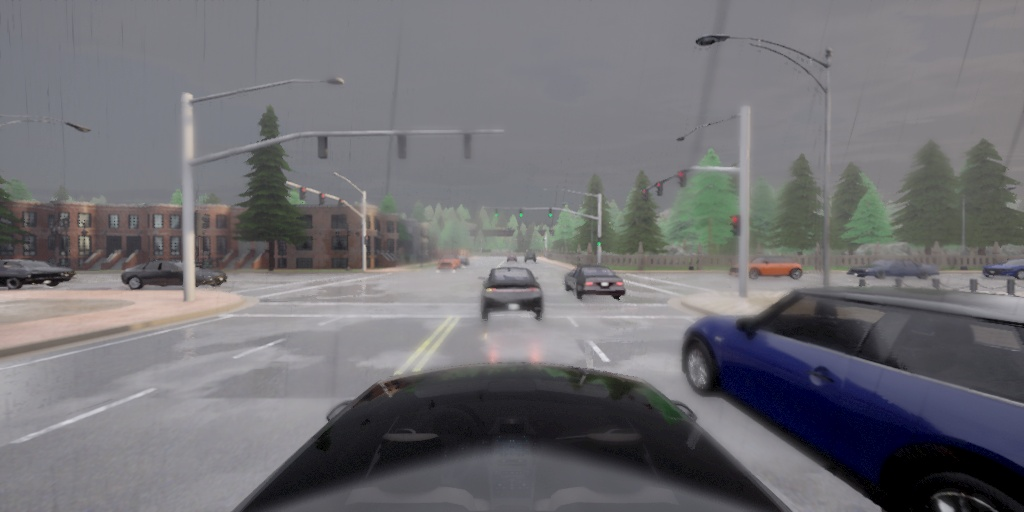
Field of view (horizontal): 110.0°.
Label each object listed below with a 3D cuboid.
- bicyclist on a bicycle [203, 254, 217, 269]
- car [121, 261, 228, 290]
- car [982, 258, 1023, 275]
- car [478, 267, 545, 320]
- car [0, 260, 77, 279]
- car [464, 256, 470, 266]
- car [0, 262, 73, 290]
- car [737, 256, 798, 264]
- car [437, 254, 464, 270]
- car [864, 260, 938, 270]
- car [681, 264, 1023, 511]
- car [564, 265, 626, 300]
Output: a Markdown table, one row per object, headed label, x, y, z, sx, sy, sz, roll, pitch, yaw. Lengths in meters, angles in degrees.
| label | x | y | z | sx | sy | sz | roll | pitch | yaw |
| --- | --- | --- | --- | --- | --- | --- | --- | --- | --- |
| bicyclist on a bicycle | -28.821 | 0.647 | 34.231 | 0.582 | 1.620 | 1.656 | 0 | 1 | -1 |
| car | -18.501 | 1.028 | 19.801 | 4.892 | 1.490 | 1.837 | 0 | 1 | -1 |
| car | 38.107 | 0.920 | 26.583 | 5.008 | 1.535 | 1.882 | 0 | 1 | 0 |
| car | -0.095 | 1.114 | 11.986 | 2.128 | 1.511 | 4.902 | 0 | 1 | -3 |
| car | -31.038 | 0.990 | 22.845 | 4.892 | 1.490 | 1.837 | 0 | 1 | -5 |
| car | -7.089 | 0.663 | 50.875 | 1.812 | 1.442 | 4.674 | 0 | 1 | 1 |
| car | -27.761 | 1.126 | 19.626 | 4.718 | 1.301 | 1.895 | 0 | 1 | -3 |
| car | 18.704 | 0.793 | 26.609 | 4.553 | 1.767 | 2.097 | 0 | 1 | 0 |
| car | -7.100 | 0.613 | 40.941 | 2.097 | 1.767 | 4.553 | 0 | 1 | 0 |
| car | 28.230 | 0.989 | 26.598 | 5.357 | 1.411 | 2.033 | 0 | 1 | 1 |
| car | 3.599 | 1.078 | 3.572 | 2.097 | 1.767 | 4.553 | 0 | 1 | 0 |
| car | 3.598 | 1.115 | 16.416 | 2.033 | 1.411 | 5.357 | 0 | 1 | 0 |
